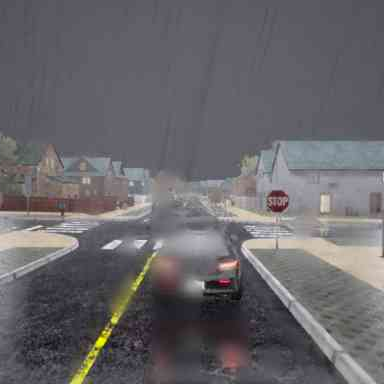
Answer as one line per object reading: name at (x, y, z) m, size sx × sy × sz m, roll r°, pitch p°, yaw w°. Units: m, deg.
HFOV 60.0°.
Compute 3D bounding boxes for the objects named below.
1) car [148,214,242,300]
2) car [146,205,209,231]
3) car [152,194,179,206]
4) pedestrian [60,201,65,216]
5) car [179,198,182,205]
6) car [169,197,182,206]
car at (0.175, 1.523, 8.303) m, size 1.812 × 1.442 × 4.674 m, roll 0°, pitch 0°, yaw 2°
car at (-0.414, 1.598, 18.131) m, size 4.181 × 1.385 × 1.994 m, roll 1°, pitch 1°, yaw -44°
car at (-2.771, 1.213, 34.057) m, size 2.150 × 2.045 × 5.566 m, roll 0°, pitch 0°, yaw 0°
pedestrian at (-9.620, 1.242, 24.741) m, size 0.500 × 1.100 × 0.500 m, roll 0°, pitch 0°, yaw 1°
car at (-2.726, 1.551, 43.973) m, size 1.994 × 1.385 × 4.181 m, roll 0°, pitch 0°, yaw 1°
car at (-2.683, 1.542, 55.182) m, size 1.994 × 1.385 × 4.181 m, roll 0°, pitch 0°, yaw 1°
